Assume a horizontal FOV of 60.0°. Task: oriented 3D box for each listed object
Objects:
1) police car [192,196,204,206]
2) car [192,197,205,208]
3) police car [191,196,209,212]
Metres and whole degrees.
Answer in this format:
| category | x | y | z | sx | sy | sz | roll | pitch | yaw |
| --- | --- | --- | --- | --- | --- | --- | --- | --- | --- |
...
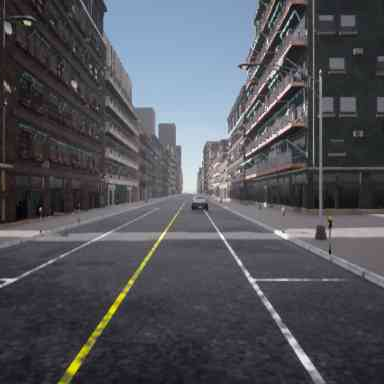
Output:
| category | x | y | z | sx | sy | sz | roll | pitch | yaw |
| --- | --- | --- | --- | --- | --- | --- | --- | --- | --- |
| police car | 0.900 | 1.441 | 54.795 | 1.930 | 1.638 | 5.238 | 0 | 0 | 0 |
| car | 0.900 | 1.484 | 48.685 | 1.882 | 1.535 | 5.008 | 0 | 0 | 0 |
| police car | 0.899 | 1.427 | 38.796 | 1.930 | 1.638 | 5.238 | 0 | 0 | 0 |
